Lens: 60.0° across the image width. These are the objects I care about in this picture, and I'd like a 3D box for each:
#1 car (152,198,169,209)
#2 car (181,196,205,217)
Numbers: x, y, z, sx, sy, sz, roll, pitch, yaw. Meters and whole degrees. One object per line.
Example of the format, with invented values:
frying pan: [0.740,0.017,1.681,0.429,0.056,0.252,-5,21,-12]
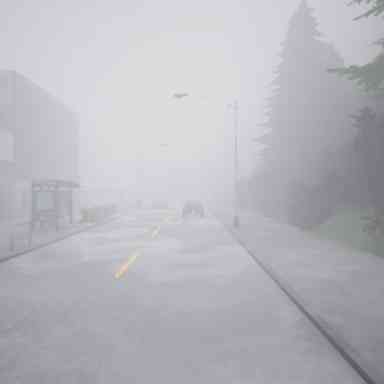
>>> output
car: [-4.000,1.476,43.099,1.994,1.385,4.181,0,0,0]
car: [0.100,1.429,30.237,1.837,1.490,4.892,0,1,0]
